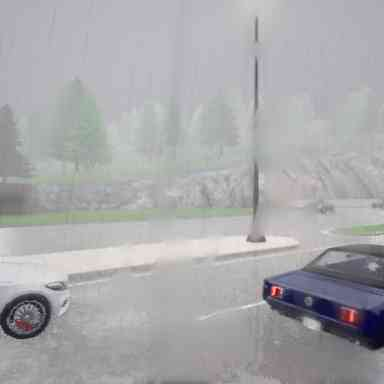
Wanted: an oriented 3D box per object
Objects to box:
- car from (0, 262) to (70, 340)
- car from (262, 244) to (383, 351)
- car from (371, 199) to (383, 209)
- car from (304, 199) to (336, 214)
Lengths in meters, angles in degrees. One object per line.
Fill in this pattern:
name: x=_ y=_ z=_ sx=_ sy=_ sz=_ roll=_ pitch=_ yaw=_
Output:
car: x=-4.297 y=1.535 z=4.959 sx=4.674 sy=1.442 sz=1.812 roll=0 pitch=0 yaw=-34
car: x=3.580 y=1.641 z=6.071 sx=4.718 sy=1.301 sz=1.895 roll=0 pitch=0 yaw=-34
car: x=30.044 y=1.848 z=51.416 sx=4.892 sy=1.490 sz=1.837 roll=0 pitch=0 yaw=-17
car: x=14.859 y=1.583 z=38.547 sx=2.097 sy=1.767 sz=4.553 roll=0 pitch=0 yaw=44
